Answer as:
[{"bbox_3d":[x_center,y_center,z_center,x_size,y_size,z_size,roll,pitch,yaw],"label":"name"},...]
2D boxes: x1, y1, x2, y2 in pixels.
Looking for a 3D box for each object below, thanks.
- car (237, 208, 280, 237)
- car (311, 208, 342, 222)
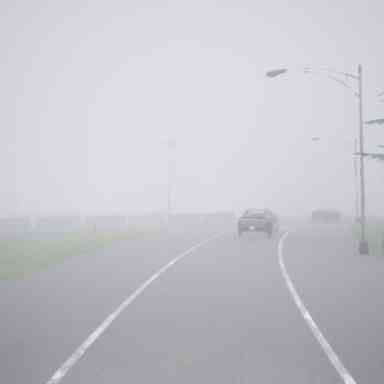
[{"bbox_3d":[3.945,1.695,19.373,2.128,1.511,4.902,-1,-2,21],"label":"car"},{"bbox_3d":[15.115,2.511,37.271,1.882,1.535,5.008,-3,-4,43],"label":"car"}]
